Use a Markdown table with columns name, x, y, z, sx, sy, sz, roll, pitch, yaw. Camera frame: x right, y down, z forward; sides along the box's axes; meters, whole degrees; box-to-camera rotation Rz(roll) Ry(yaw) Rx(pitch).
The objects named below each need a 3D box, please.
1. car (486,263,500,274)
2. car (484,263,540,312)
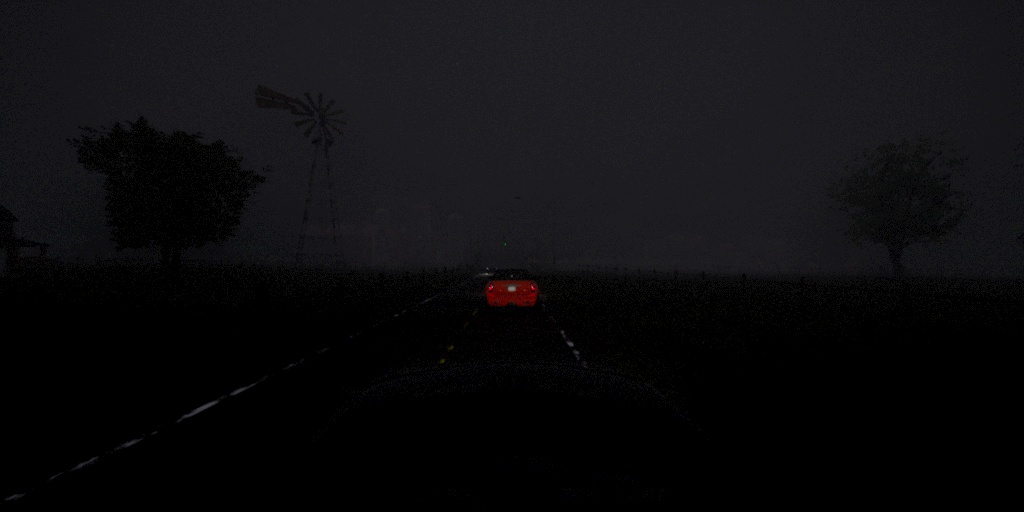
| name | x | y | z | sx | sy | sz | roll | pitch | yaw |
| --- | --- | --- | --- | --- | --- | --- | --- | --- | --- |
| car | -2.812 | 1.809 | 53.624 | 1.882 | 1.535 | 5.008 | 0 | -1 | 0 |
| car | 0.009 | 1.251 | 15.297 | 2.097 | 1.767 | 4.553 | 0 | -1 | 0 |
